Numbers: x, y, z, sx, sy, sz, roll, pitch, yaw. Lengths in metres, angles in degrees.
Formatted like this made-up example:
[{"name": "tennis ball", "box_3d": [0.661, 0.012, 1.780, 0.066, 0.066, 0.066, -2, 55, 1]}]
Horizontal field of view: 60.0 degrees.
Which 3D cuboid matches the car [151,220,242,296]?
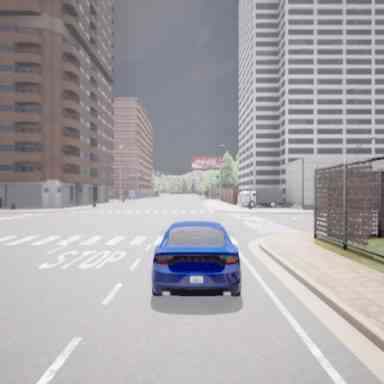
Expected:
[{"name": "car", "box_3d": [0.112, 1.472, 8.652, 1.882, 1.535, 5.008, 0, 0, 1]}]
